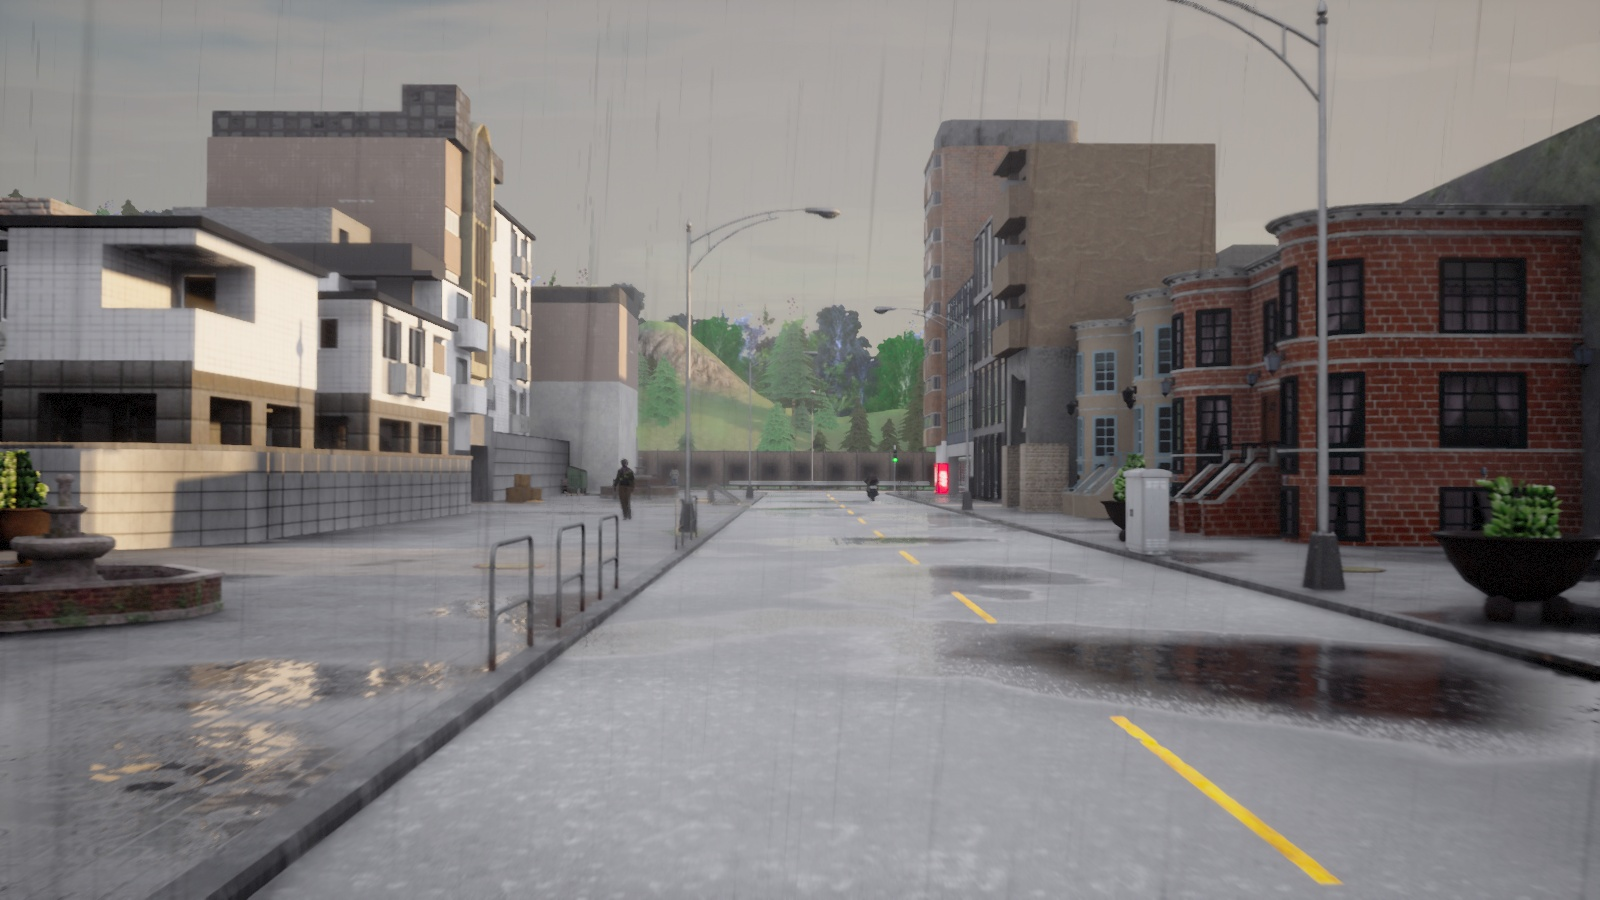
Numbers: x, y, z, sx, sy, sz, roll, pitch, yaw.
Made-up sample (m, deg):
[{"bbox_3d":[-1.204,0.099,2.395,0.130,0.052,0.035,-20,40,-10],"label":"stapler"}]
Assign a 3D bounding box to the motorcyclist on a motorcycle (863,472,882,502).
[{"bbox_3d":[3.837,1.949,66.594,0.866,1.530,2.191,0,-1,0],"label":"motorcyclist on a motorcycle"}]
